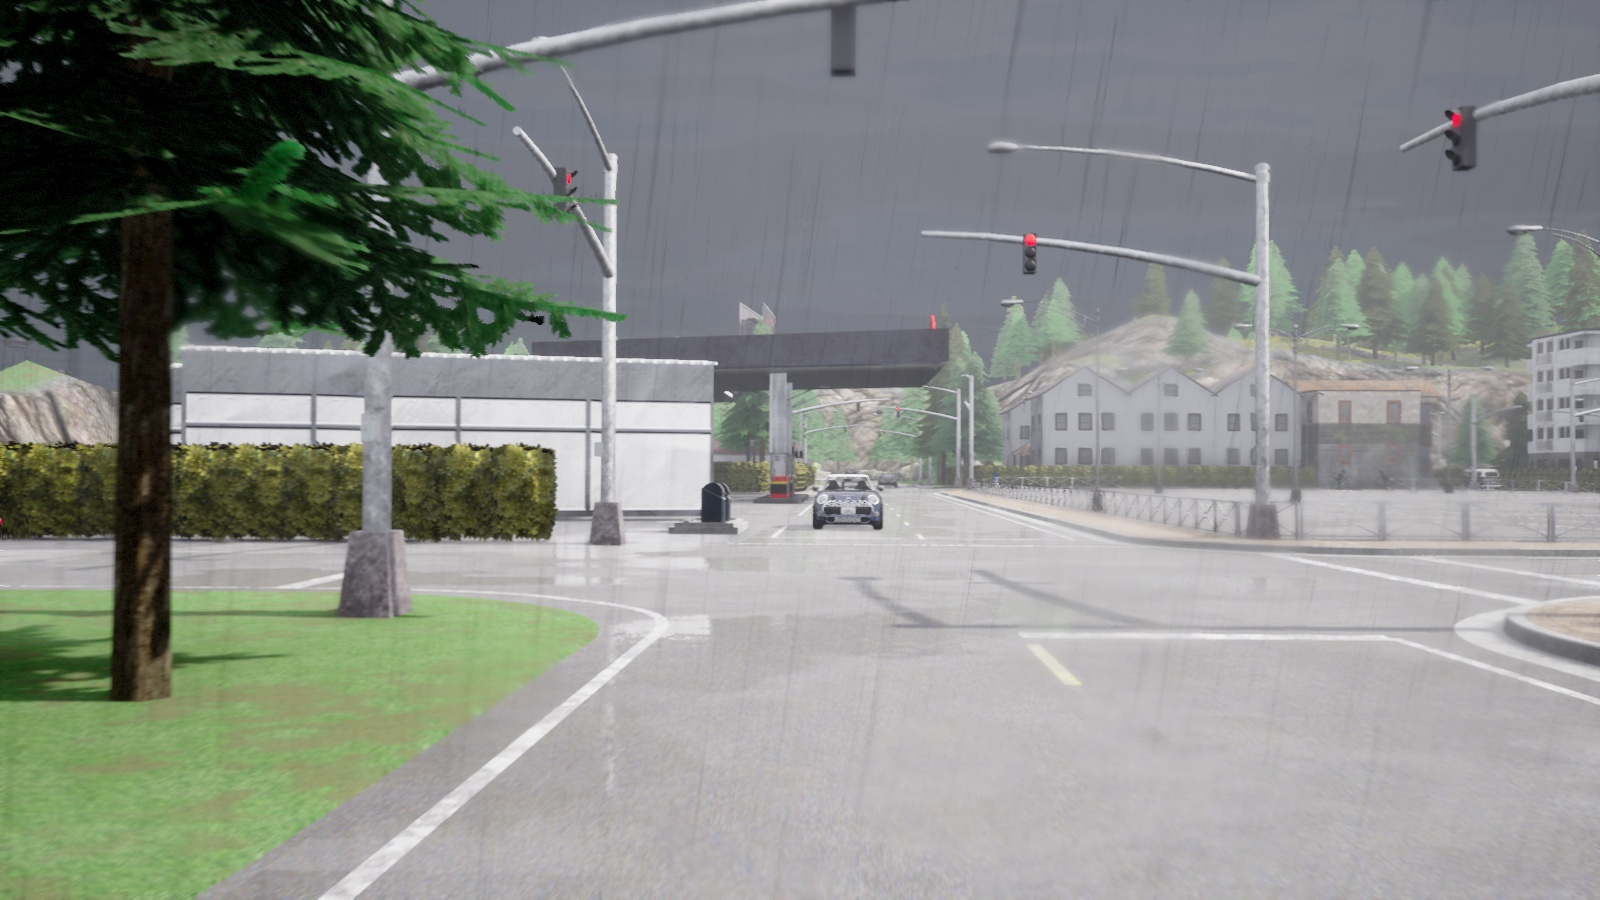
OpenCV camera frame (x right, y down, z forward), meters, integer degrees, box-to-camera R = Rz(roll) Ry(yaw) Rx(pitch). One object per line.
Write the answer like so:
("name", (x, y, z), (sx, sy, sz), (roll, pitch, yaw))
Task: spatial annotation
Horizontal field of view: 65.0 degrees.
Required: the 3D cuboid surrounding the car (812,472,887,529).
("car", (1.380, 1.359, 34.820), (1.970, 1.475, 3.806), (0, -1, 2))
